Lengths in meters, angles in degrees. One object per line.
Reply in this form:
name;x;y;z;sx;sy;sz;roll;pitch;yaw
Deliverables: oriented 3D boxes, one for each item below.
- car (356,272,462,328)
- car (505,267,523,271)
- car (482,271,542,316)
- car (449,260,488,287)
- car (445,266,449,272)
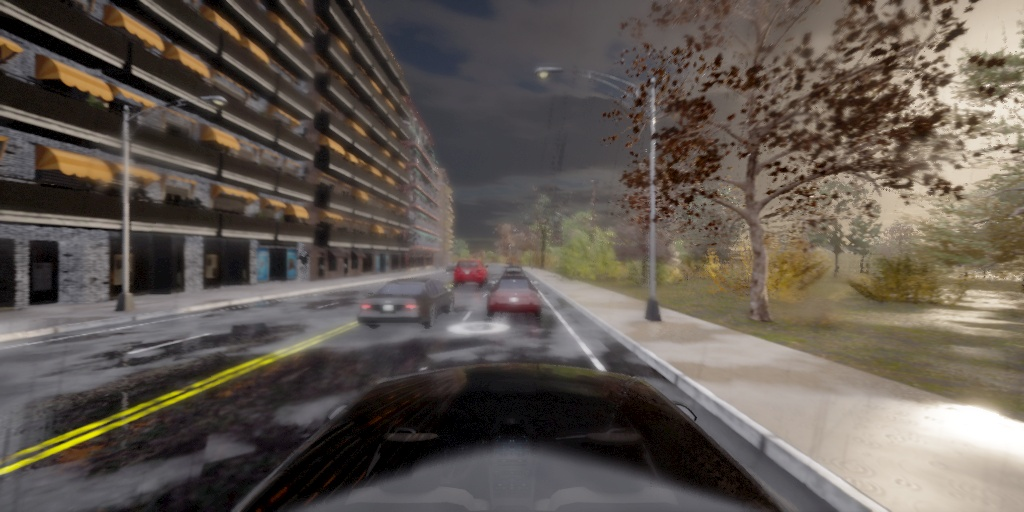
car;-3.192;1.418;11.828;2.033;1.411;5.357;0;-1;1
car;0.160;1.588;29.002;1.837;1.490;4.892;0;0;1
car;0.095;1.464;14.100;1.994;1.385;4.181;0;-1;1
car;-3.110;1.289;27.827;2.150;2.045;5.566;0;0;1
car;-9.772;2.023;59.484;1.994;1.385;4.181;0;-1;-1
